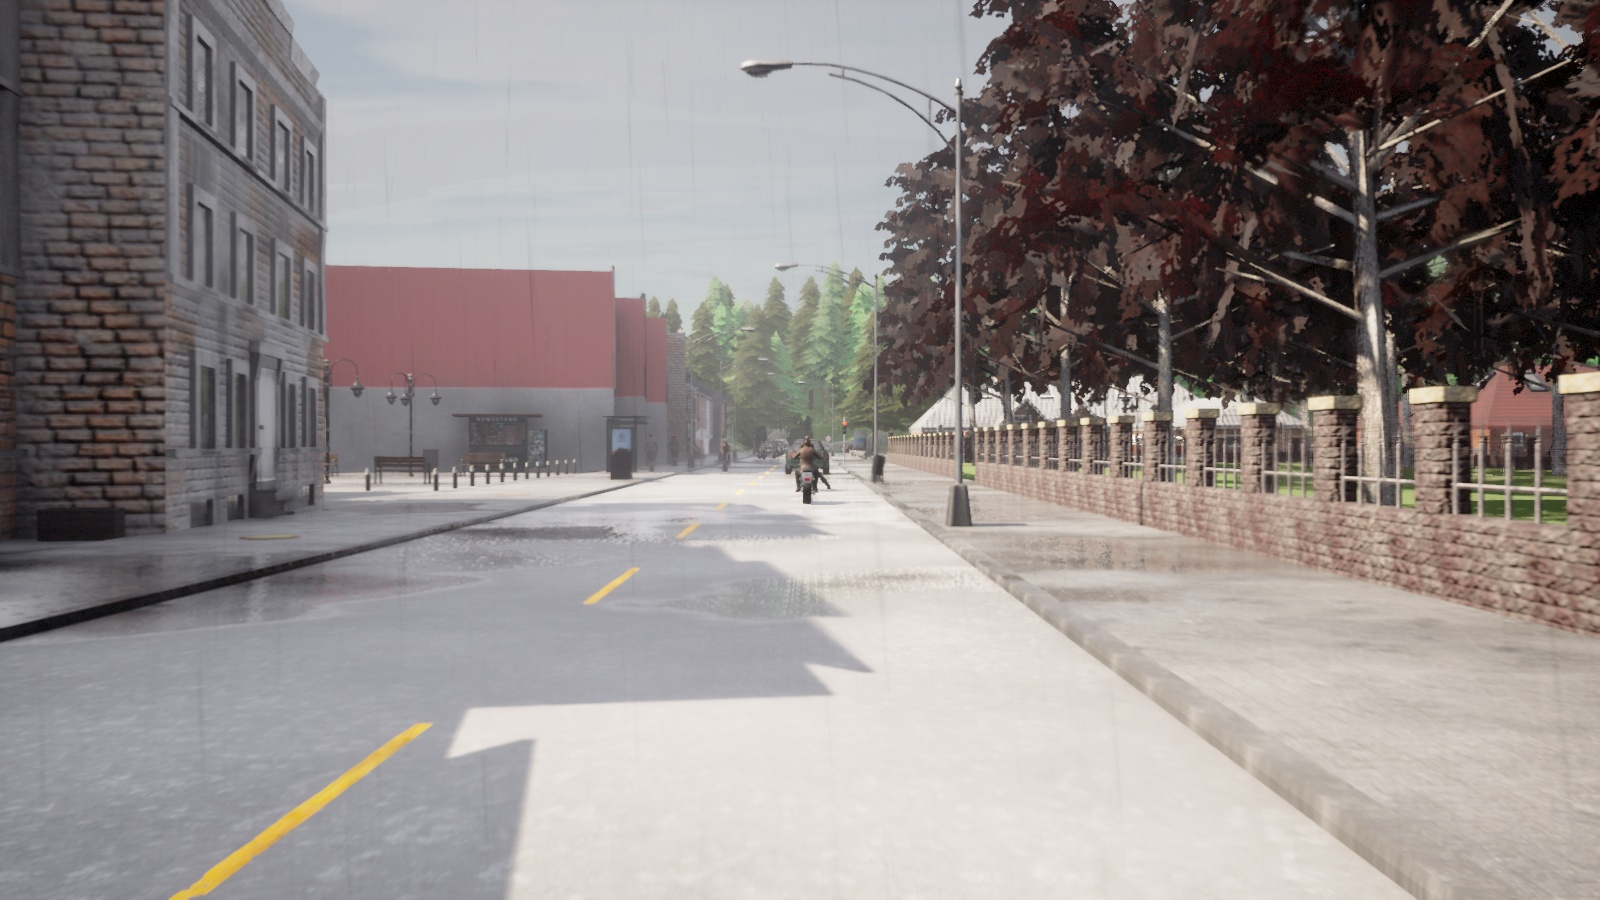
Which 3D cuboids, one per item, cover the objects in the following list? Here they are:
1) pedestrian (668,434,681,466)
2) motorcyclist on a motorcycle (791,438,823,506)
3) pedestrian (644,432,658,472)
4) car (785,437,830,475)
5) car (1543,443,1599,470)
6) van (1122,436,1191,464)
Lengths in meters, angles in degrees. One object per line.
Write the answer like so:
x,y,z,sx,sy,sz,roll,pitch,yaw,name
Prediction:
-7.747,0.013,77.470,0.659,1.952,0.873,0,0,1,pedestrian
0.173,0.518,31.734,0.766,1.649,2.350,0,0,0,motorcyclist on a motorcycle
-7.264,0.104,61.174,0.659,1.952,0.873,0,0,-9,pedestrian
0.349,0.264,60.488,2.097,1.767,4.553,0,0,0,car
45.692,0.345,73.787,1.789,1.549,3.705,0,0,-1,car
26.455,-0.034,93.214,4.480,2.038,2.069,0,0,-1,van
